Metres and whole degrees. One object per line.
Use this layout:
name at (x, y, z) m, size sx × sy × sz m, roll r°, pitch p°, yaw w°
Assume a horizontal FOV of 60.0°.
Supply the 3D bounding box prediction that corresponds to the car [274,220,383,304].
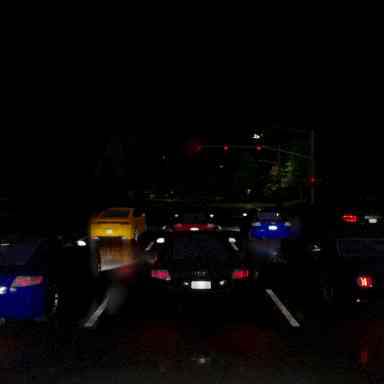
car at (3.602, 1.601, 8.065) m, size 1.895 × 1.301 × 4.718 m, roll 0°, pitch 0°, yaw 0°

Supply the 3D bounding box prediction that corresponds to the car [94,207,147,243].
car at (-3.397, 1.478, 16.183) m, size 1.882 × 1.535 × 5.008 m, roll 0°, pitch 0°, yaw 0°

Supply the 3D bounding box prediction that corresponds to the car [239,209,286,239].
car at (3.604, 1.564, 16.822) m, size 1.994 × 1.385 × 4.181 m, roll 0°, pitch 0°, yaw 0°

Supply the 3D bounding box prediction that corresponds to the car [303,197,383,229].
car at (7.104, 1.222, 15.747) m, size 2.150 × 2.045 × 5.566 m, roll 0°, pitch 0°, yaw 0°

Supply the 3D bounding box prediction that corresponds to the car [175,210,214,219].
car at (0.104, 1.564, 16.117) m, size 1.994 × 1.385 × 4.181 m, roll 0°, pitch 0°, yaw 0°

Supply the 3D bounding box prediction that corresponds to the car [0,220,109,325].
car at (-3.397, 1.564, 7.252) m, size 1.994 × 1.385 × 4.181 m, roll 0°, pitch 0°, yaw 0°

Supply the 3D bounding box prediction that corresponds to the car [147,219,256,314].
car at (0.116, 1.564, 7.713) m, size 1.994 × 1.385 × 4.181 m, roll 0°, pitch 0°, yaw -1°
